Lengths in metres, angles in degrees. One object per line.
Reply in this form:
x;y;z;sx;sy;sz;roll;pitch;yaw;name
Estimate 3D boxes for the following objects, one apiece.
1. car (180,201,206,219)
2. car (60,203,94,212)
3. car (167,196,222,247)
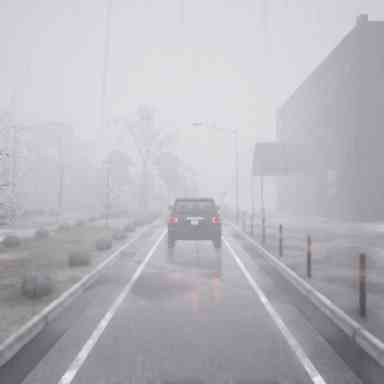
0.132;1.573;30.414;2.128;1.511;4.902;0;-1;1;car
-17.456;2.285;50.449;1.895;1.301;4.718;-2;-3;42;car
0.101;1.197;14.907;2.150;2.045;5.566;0;0;0;car
